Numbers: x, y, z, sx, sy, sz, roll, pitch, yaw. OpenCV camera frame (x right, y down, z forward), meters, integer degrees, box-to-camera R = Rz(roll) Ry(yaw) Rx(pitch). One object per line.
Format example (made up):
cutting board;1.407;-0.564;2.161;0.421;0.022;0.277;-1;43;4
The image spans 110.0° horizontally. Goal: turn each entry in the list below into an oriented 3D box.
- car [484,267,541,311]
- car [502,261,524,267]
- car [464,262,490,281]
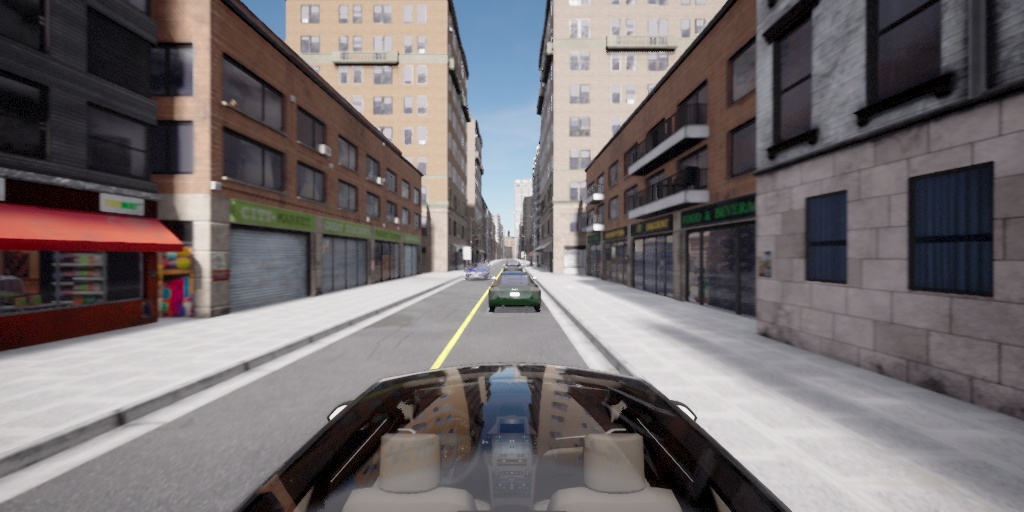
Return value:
car;0.101;1.309;14.535;1.994;1.385;4.181;0;0;0
car;0.102;1.230;34.565;2.128;1.511;4.902;0;0;0
car;-2.749;1.239;29.952;1.812;1.442;4.674;0;0;0
